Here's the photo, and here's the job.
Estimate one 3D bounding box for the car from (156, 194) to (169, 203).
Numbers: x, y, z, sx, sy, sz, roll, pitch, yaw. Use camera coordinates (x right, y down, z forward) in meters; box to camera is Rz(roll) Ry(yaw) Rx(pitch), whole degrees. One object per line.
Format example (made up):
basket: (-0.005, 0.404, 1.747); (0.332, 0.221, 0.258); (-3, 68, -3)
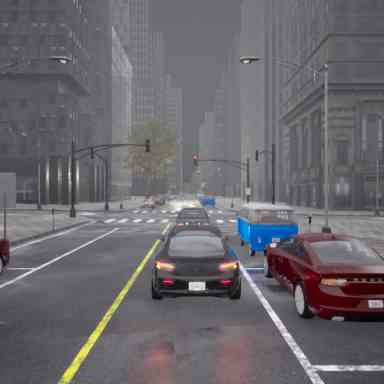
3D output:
car: (-5.956, 1.352, 61.179); (2.192, 1.841, 5.009); (0, 0, 0)

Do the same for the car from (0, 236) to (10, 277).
car: (-5.799, 1.546, 7.216); (1.887, 1.381, 4.507); (0, 0, 0)

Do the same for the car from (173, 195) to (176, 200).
car: (-6.042, 1.639, 87.622); (1.947, 1.339, 4.313); (0, 0, 0)

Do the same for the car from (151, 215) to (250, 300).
car: (0.081, 1.527, 8.277); (1.812, 1.442, 4.674); (0, 0, 0)

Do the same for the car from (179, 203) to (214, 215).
car: (0.044, 1.551, 17.866); (2.033, 1.411, 5.357); (0, 0, 0)

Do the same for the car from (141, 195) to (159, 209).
car: (-5.911, 1.547, 45.139); (1.752, 1.417, 4.829); (0, 0, 0)

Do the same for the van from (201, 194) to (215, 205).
van: (2.603, 1.367, 50.735); (1.690, 1.788, 3.998); (0, 0, 0)

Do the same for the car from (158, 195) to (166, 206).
car: (-5.939, 1.576, 55.889); (1.887, 1.381, 4.507); (0, 0, 0)

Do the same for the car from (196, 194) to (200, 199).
car: (2.533, 1.601, 72.387); (2.008, 1.369, 4.403); (0, 0, 0)

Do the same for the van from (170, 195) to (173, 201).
van: (-6.007, 1.398, 77.045); (1.690, 1.788, 3.998); (0, 0, 0)

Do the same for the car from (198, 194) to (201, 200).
car: (2.567, 1.582, 61.561); (1.887, 1.381, 4.507); (0, 0, 0)

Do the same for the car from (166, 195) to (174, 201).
car: (-6.058, 1.606, 92.742); (1.752, 1.417, 4.829); (0, 0, 0)

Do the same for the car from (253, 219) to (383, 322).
car: (2.756, 1.545, 7.225); (1.887, 1.381, 4.507); (0, 0, 0)

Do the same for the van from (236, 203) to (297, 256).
van: (2.739, 1.343, 12.750); (1.690, 1.788, 3.998); (0, 0, 0)

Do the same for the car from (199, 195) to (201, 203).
car: (2.585, 1.597, 56.147); (1.947, 1.339, 4.313); (0, 0, 0)
